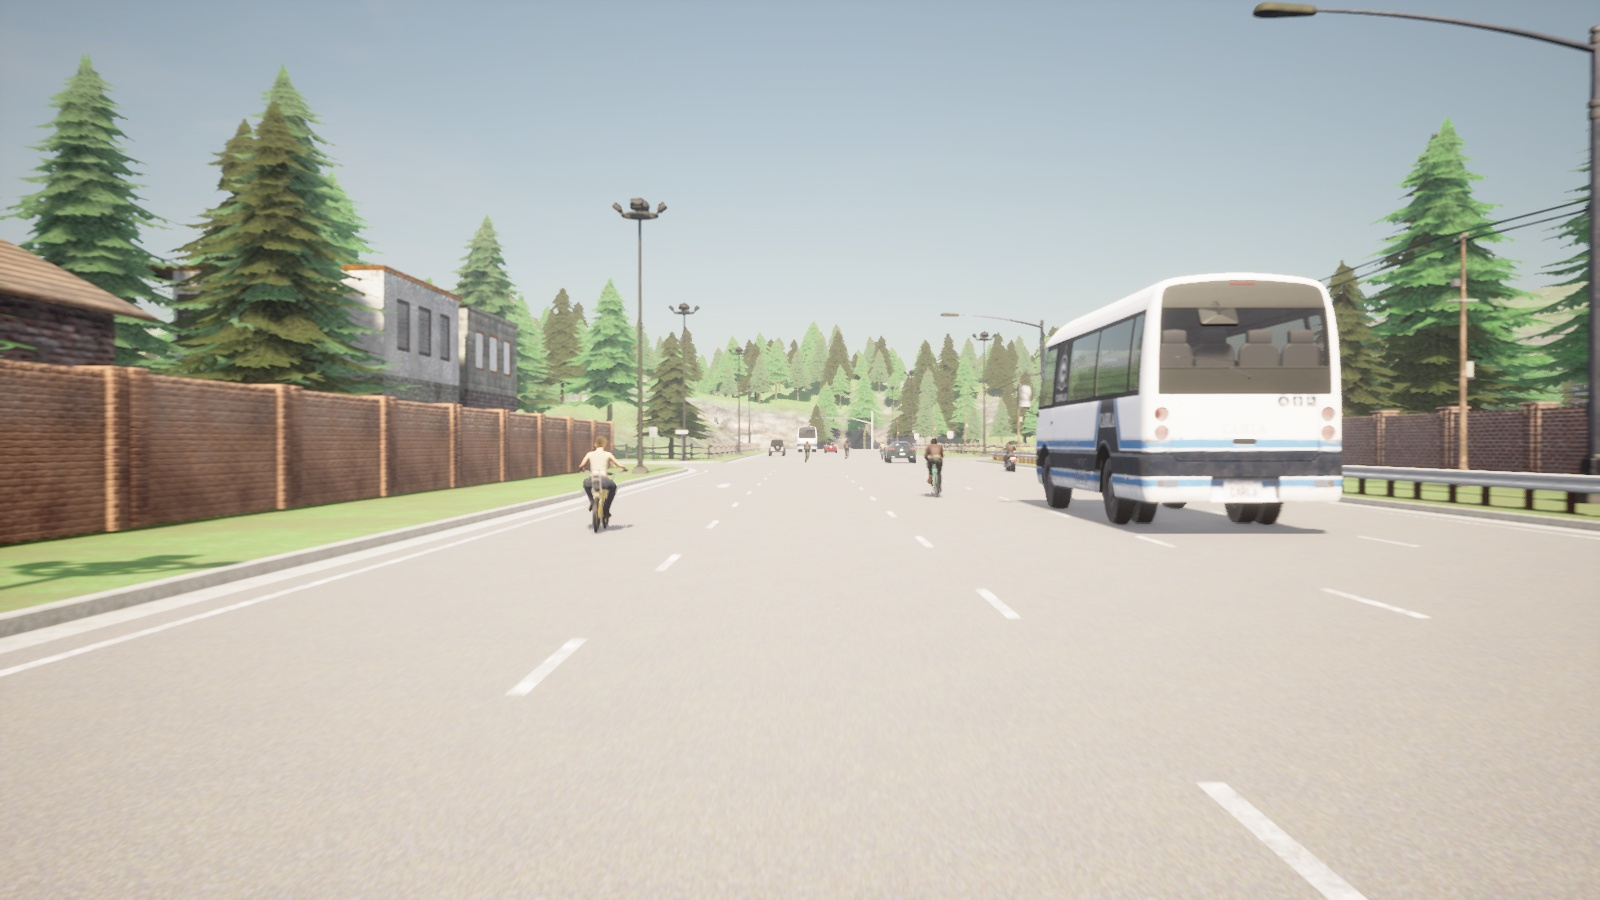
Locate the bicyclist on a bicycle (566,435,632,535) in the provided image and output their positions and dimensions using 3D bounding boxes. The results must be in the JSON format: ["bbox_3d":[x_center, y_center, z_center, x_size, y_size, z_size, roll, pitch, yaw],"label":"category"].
[{"bbox_3d":[-3.361,0.563,21.097,0.866,1.612,1.509,0,0,0],"label":"bicyclist on a bicycle"}]

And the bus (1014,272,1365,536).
[{"bbox_3d":[7.161,-0.765,25.383,3.944,4.253,10.273,0,0,0],"label":"bus"}]

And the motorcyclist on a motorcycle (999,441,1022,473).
[{"bbox_3d":[10.884,0.344,64.970,0.766,1.649,2.350,0,0,0],"label":"motorcyclist on a motorcycle"}]

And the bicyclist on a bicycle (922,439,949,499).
[{"bbox_3d":[3.711,0.511,34.421,0.582,1.620,1.656,0,0,0],"label":"bicyclist on a bicycle"}]

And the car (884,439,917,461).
[{"bbox_3d":[7.554,0.002,94.855,2.152,1.651,5.027,0,0,0],"label":"car"}]
